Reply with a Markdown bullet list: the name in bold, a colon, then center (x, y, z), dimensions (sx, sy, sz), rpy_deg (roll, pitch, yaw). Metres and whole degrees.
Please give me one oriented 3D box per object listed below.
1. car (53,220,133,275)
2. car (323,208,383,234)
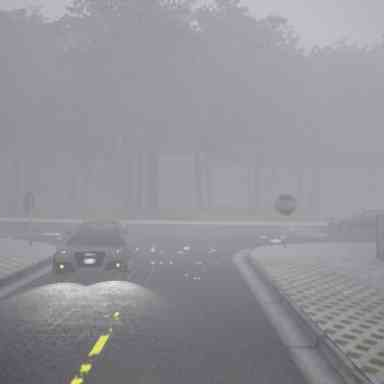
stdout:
- **car**: center (-2.945, 1.630, 10.661), dimensions (1.994, 1.385, 4.181), rpy_deg (0, 0, -8)
- **car**: center (10.397, 1.681, 20.056), dimensions (4.674, 1.442, 1.812), rpy_deg (0, 1, 0)
